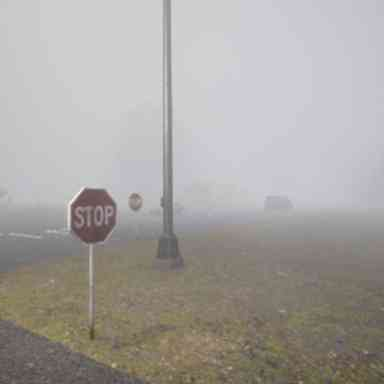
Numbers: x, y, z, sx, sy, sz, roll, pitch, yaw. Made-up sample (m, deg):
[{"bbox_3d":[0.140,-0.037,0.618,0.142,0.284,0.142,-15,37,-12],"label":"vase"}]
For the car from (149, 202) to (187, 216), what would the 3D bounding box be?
[{"bbox_3d":[-2.412,1.825,34.812,1.837,1.490,4.892,0,0,34],"label":"car"}]

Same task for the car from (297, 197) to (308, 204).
[{"bbox_3d":[25.063,1.902,75.618,1.812,1.442,4.674,0,0,34],"label":"car"}]

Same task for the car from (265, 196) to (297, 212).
[{"bbox_3d":[11.077,1.480,42.292,2.150,2.045,5.566,0,0,34],"label":"car"}]
